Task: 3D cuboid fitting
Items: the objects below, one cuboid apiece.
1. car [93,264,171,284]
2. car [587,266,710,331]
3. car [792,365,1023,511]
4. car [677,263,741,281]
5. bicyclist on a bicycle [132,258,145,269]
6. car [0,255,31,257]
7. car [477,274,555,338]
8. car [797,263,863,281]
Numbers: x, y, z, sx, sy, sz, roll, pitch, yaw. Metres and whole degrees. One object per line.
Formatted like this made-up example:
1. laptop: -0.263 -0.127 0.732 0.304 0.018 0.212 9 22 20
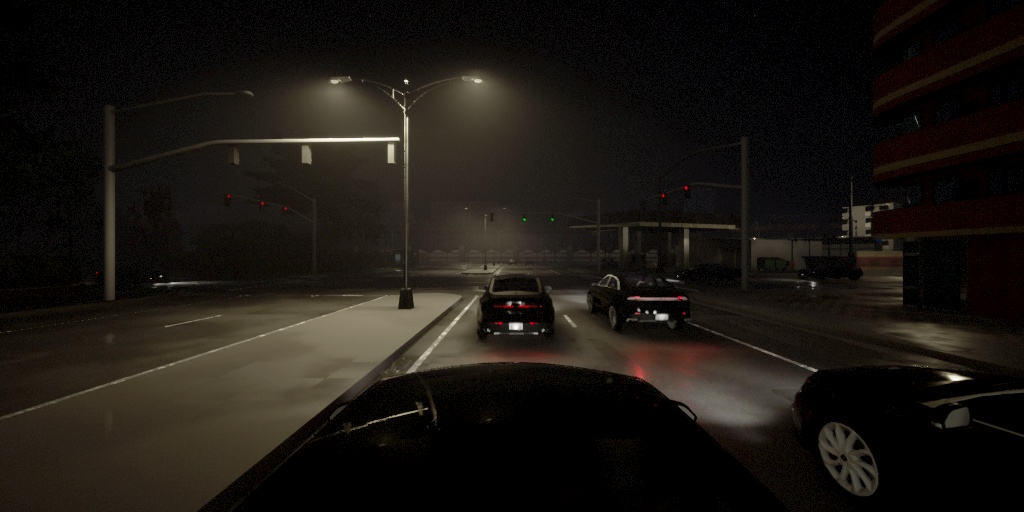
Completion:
1. car: -27.753 1.314 26.298 4.181 1.385 1.994 0 0 0
2. car: 3.607 1.242 11.008 2.128 1.511 4.902 0 0 0
3. car: 3.600 1.255 1.432 1.837 1.490 4.892 0 0 0
4. car: 16.413 1.297 29.820 5.357 1.411 2.033 0 0 -1
5. bicyclist on a bicycle: -38.217 1.053 36.720 0.582 1.620 1.656 0 0 0
6. car: -43.269 0.971 29.907 5.566 2.045 2.150 0 0 0
7. car: 0.099 1.256 10.134 1.837 1.490 4.892 0 0 0
8. car: 26.571 1.276 29.961 4.674 1.442 1.812 0 0 -1
